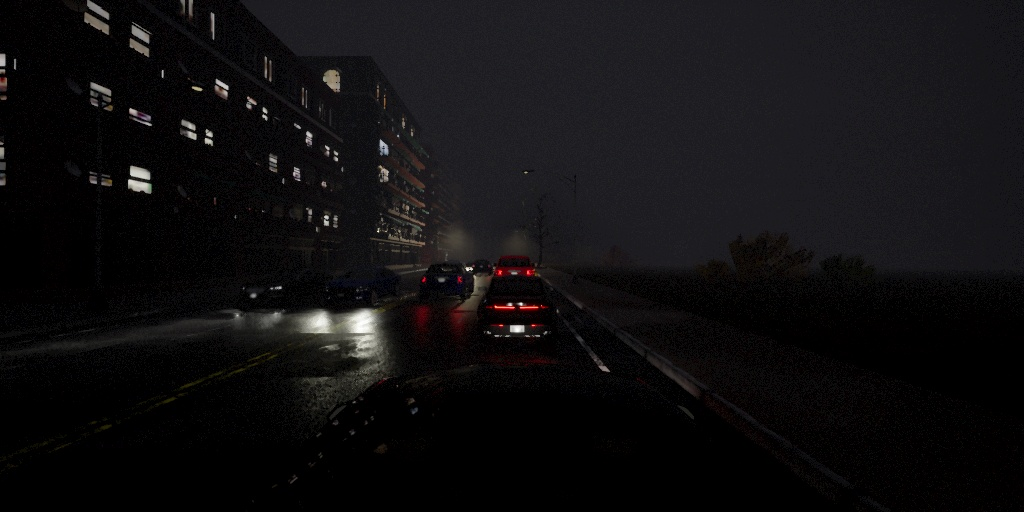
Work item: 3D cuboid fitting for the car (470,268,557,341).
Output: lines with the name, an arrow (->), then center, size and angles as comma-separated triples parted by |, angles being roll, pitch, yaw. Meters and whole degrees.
car -> 0.110, 1.256, 9.831 | 1.837, 1.490, 4.892 | 0, 0, 0

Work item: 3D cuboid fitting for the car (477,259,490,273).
car -> -3.114, 1.104, 38.719 | 2.097, 1.767, 4.553 | 0, 0, 0

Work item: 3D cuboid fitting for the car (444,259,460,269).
car -> -9.776, 1.229, 58.915 | 1.882, 1.535, 5.008 | 0, 0, 0

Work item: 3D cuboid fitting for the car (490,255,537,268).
car -> 0.118, 0.974, 20.178 | 2.150, 2.045, 5.566 | 0, 0, 0

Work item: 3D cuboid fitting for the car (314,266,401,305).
car -> -6.585, 1.230, 16.315 | 1.882, 1.535, 5.008 | 0, 0, 0

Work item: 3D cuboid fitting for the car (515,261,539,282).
car -> 1.166, 1.209, 30.585 | 1.801, 1.575, 5.366 | 0, 0, 0

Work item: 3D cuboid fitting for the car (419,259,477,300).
car -> -3.130, 1.106, 17.997 | 2.097, 1.767, 4.553 | 0, 0, 0

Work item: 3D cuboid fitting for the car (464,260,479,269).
car -> -6.531, 1.352, 58.484 | 1.895, 1.301, 4.718 | 0, 0, 0

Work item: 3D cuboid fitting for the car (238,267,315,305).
car -> -9.836, 1.244, 16.096 | 2.128, 1.511, 4.902 | 0, 0, 0
